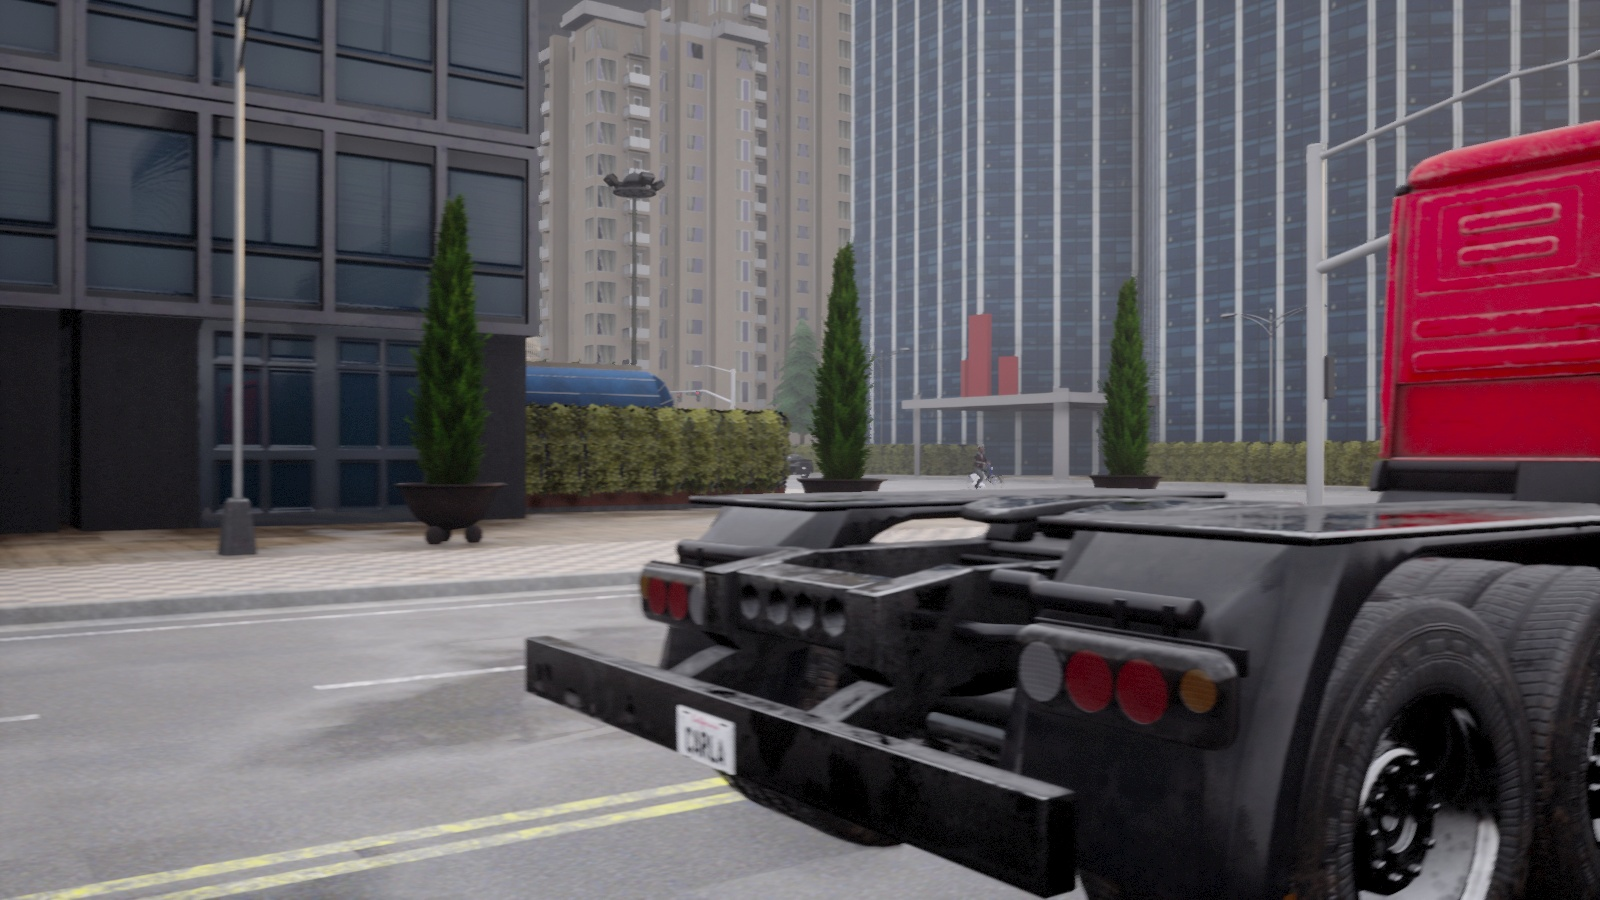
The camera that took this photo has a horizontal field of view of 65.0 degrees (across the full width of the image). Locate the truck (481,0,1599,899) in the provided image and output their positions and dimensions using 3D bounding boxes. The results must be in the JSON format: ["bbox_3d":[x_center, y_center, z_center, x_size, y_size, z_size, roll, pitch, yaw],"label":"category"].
[{"bbox_3d":[2.914,-0.229,5.691,7.936,3.462,2.891,0,0,-35],"label":"truck"}]

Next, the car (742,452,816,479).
[{"bbox_3d":[-1.293,0.909,74.933,1.882,1.535,5.008,0,0,-35],"label":"car"}]

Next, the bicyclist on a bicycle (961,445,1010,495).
[{"bbox_3d":[6.683,0.713,45.421,0.659,1.776,1.843,0,0,-35],"label":"bicyclist on a bicycle"}]
